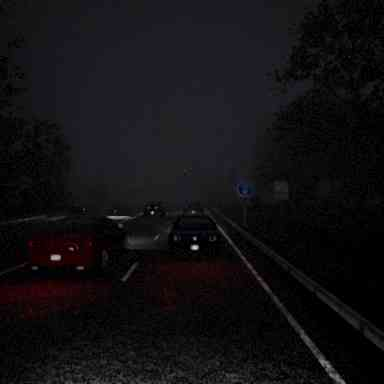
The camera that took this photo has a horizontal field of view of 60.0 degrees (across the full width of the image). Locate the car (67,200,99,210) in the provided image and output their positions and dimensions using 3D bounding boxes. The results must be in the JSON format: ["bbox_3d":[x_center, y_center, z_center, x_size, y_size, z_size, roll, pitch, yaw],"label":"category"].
[{"bbox_3d":[-10.589,1.504,32.615,1.882,1.535,5.008,0,0,0],"label":"car"}]

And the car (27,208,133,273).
[{"bbox_3d":[-3.399,1.486,10.775,1.882,1.535,5.008,0,0,0],"label":"car"}]

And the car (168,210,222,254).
[{"bbox_3d":[0.102,1.611,13.572,1.895,1.301,4.718,0,0,0],"label":"car"}]

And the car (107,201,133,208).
[{"bbox_3d":[-7.088,1.590,32.681,1.994,1.385,4.181,0,0,0],"label":"car"}]

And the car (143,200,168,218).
[{"bbox_3d":[-3.396,1.529,30.962,1.837,1.490,4.892,0,0,0],"label":"car"}]

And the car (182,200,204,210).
[{"bbox_3d":[0.104,1.515,30.905,2.128,1.511,4.902,0,0,0],"label":"car"}]
